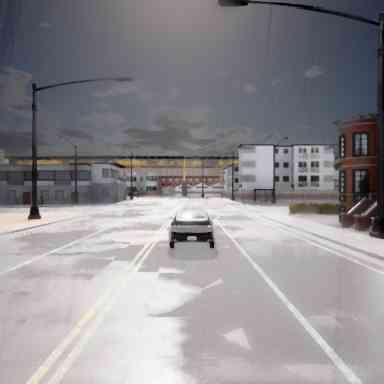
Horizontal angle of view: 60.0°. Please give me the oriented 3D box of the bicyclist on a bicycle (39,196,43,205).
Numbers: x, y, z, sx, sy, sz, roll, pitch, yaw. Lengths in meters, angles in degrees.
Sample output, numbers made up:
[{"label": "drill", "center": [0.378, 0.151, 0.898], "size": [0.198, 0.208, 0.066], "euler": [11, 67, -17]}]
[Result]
[{"label": "bicyclist on a bicycle", "center": [-26.411, 1.516, 58.294], "size": [0.582, 1.620, 1.656], "euler": [-1, 0, -1]}]

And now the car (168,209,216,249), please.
[{"label": "car", "center": [0.000, 1.494, 14.650], "size": [2.128, 1.511, 4.902], "euler": [0, 0, 0]}]
